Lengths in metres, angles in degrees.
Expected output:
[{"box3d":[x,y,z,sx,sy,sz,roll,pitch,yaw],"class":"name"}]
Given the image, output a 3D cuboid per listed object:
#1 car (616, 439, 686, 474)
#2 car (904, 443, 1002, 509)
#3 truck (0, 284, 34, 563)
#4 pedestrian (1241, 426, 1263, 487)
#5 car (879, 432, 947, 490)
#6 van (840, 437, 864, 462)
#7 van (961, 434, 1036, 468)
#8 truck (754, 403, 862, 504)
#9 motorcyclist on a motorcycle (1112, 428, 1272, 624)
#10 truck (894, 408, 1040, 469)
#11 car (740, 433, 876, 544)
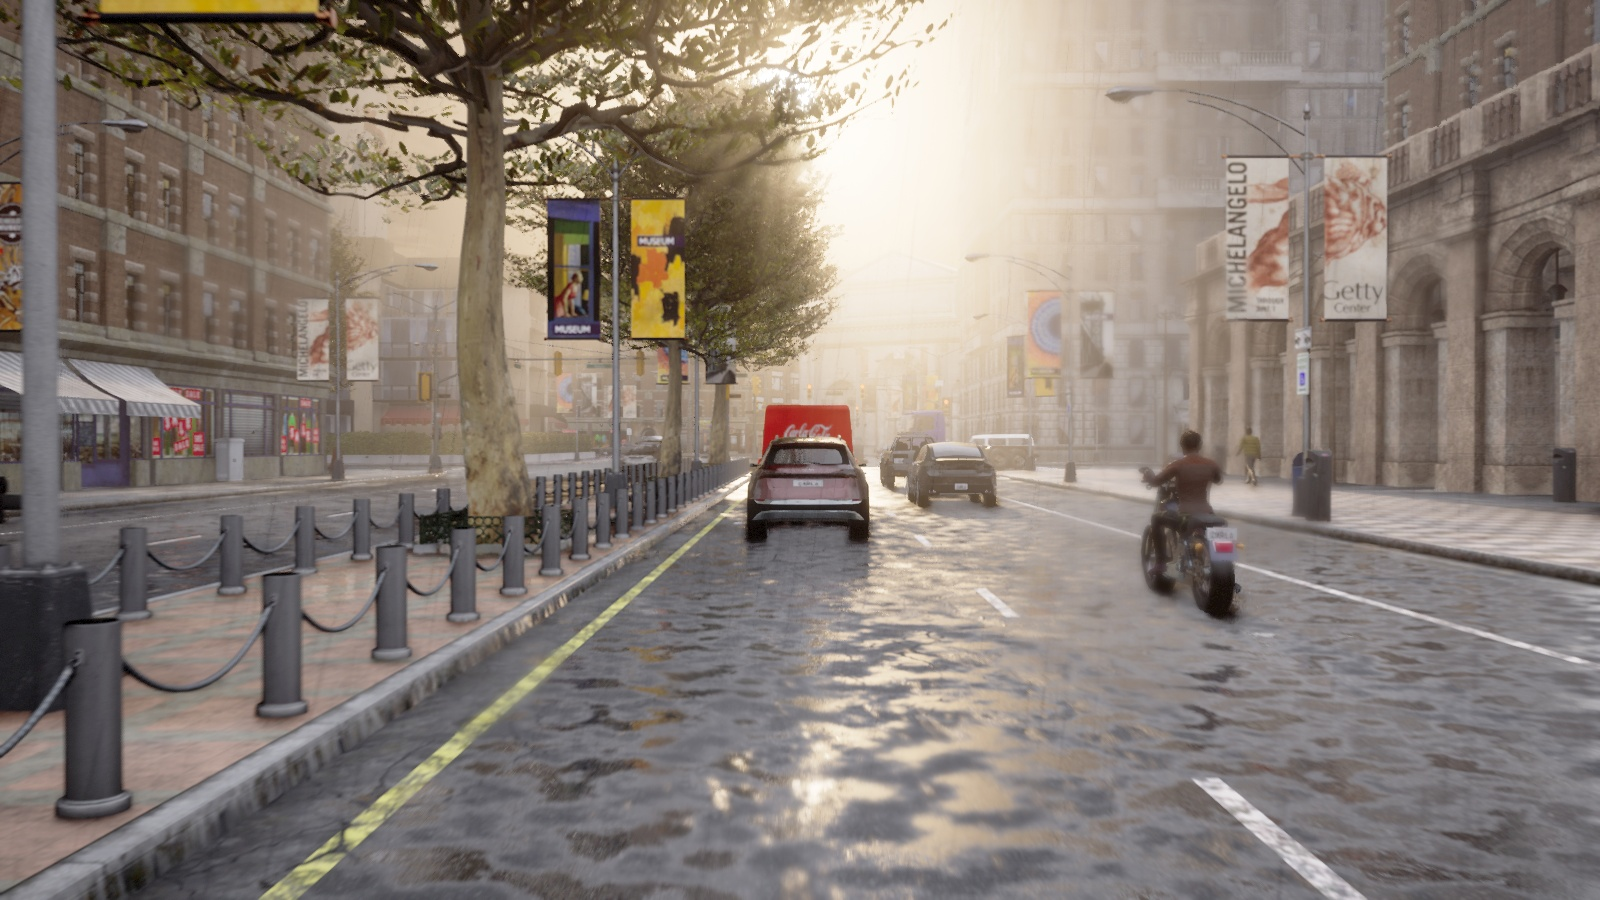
[{"box3d":[-7.099,0.299,60.313,1.851,1.617,3.988,0,0,18],"class":"car"},{"box3d":[3.692,0.579,31.093,1.837,1.490,4.892,0,0,0],"class":"car"},{"box3d":[-11.414,-0.314,12.333,2.891,3.462,7.936,0,0,0],"class":"truck"},{"box3d":[13.768,0.199,38.256,0.431,1.840,0.709,0,0,0],"class":"pedestrian"},{"box3d":[3.756,0.327,42.454,1.932,1.855,4.605,0,0,0],"class":"car"},{"box3d":[4.075,-0.054,98.814,1.775,1.987,4.442,0,0,0],"class":"van"},{"box3d":[12.460,0.038,78.707,4.480,2.038,2.069,0,1,13],"class":"van"},{"box3d":[0.204,0.073,33.197,2.627,2.467,5.204,0,0,0],"class":"truck"},{"box3d":[3.582,0.634,11.723,0.766,1.649,2.350,0,0,0],"class":"motorcyclist on a motorcycle"},{"box3d":[9.712,-0.641,73.368,7.936,3.462,2.891,0,0,-10],"class":"truck"},{"box3d":[0.136,0.557,21.172,2.033,1.649,4.856,0,0,0],"class":"car"}]
